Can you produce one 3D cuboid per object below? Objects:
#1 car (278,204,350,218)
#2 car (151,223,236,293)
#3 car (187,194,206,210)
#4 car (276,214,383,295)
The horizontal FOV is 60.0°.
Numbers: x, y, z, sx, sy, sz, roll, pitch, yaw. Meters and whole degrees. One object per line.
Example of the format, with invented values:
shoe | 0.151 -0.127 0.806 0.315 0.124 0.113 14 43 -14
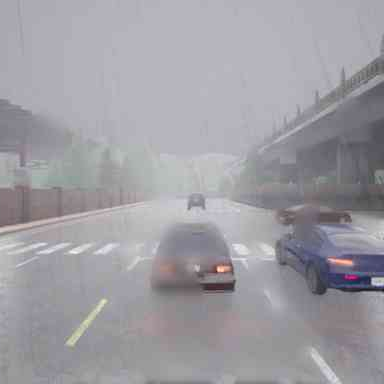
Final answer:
car | 7.698 1.477 20.890 5.008 1.535 1.882 0 -1 -24
car | 0.030 1.547 8.981 2.033 1.411 5.357 0 0 0
car | 0.599 1.221 43.145 2.150 2.045 5.566 0 0 1
car | 3.536 1.526 8.586 1.812 1.442 4.674 0 0 0
